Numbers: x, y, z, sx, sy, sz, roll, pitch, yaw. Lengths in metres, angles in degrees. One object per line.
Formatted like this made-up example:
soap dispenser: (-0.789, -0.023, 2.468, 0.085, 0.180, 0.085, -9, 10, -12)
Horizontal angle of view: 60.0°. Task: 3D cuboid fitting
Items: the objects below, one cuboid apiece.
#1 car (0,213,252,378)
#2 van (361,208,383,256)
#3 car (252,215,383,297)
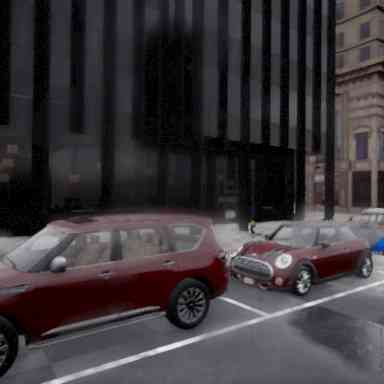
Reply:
car: (-1.641, 1.331, 5.473, 5.009, 1.841, 2.192, 1, 0, -36)
van: (7.477, 1.464, 11.982, 3.998, 1.788, 1.690, 1, 0, -36)
car: (2.917, 1.510, 8.728, 4.097, 1.590, 1.967, 1, 0, -36)
